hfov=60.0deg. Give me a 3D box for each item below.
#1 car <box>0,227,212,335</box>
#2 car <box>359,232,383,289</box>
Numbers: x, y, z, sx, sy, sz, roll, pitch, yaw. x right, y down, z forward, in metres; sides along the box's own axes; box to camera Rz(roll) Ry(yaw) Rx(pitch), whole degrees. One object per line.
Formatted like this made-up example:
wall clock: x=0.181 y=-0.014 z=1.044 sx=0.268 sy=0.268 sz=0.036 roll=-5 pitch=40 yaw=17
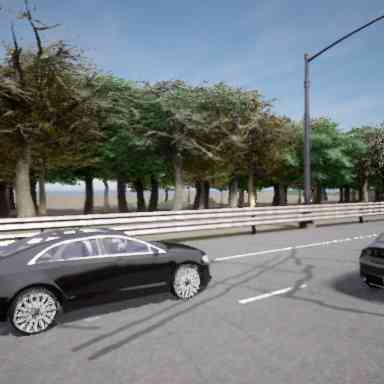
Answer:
car: x=-1.817 y=1.474 z=6.712 sx=4.902 sy=1.511 sz=2.128 roll=0 pitch=0 yaw=-35
car: x=5.850 y=1.456 z=7.794 sx=4.892 sy=1.490 sz=1.837 roll=0 pitch=0 yaw=-35
